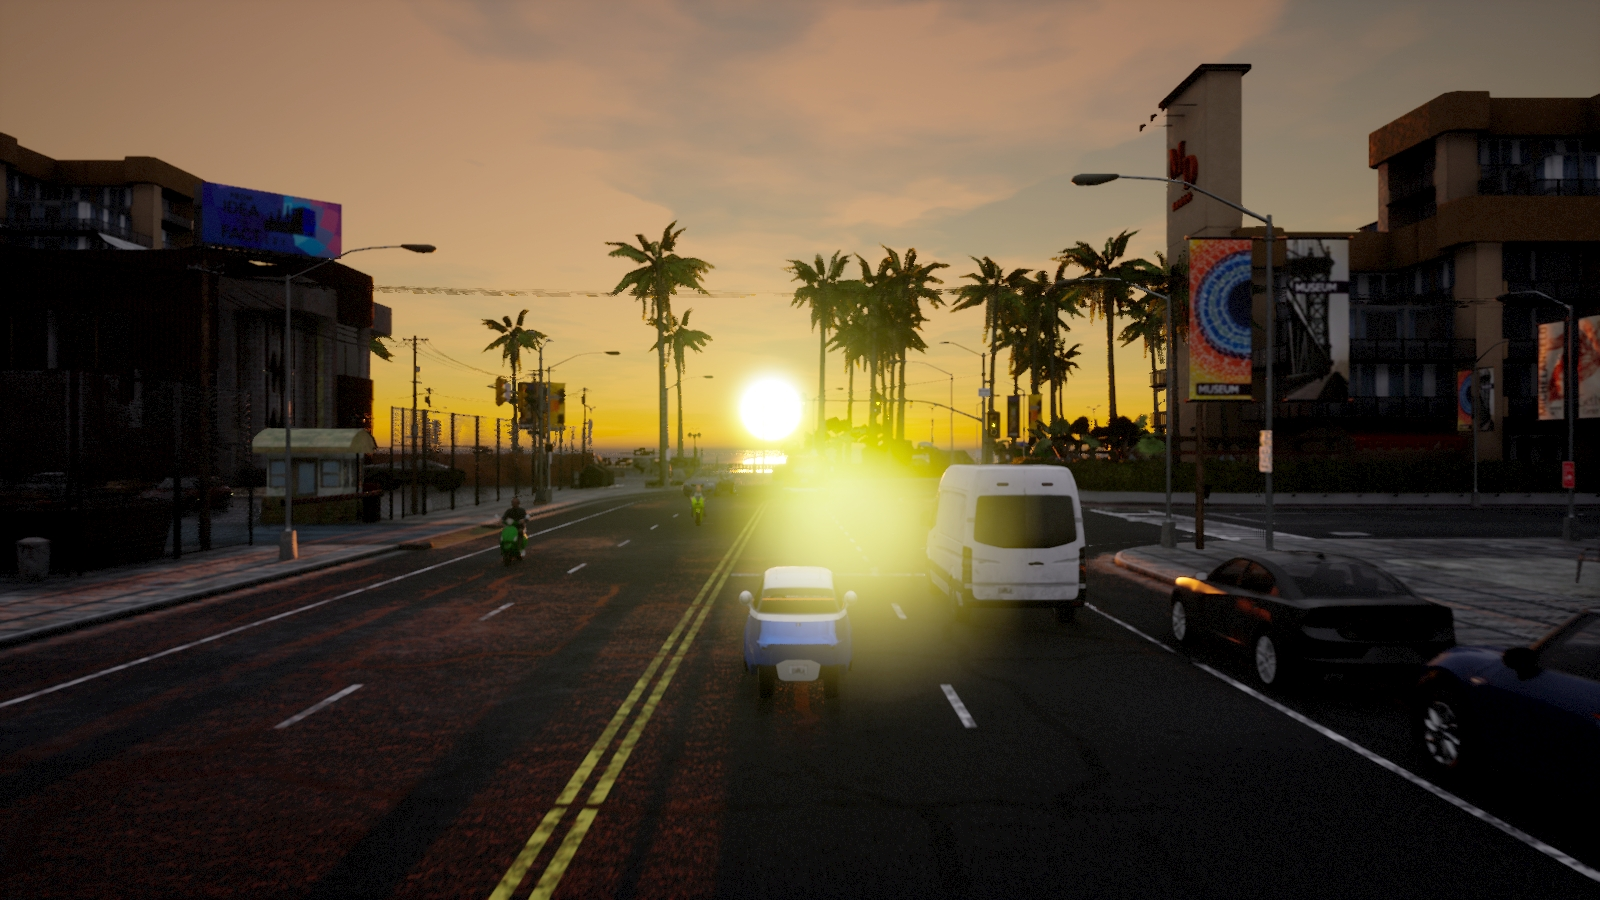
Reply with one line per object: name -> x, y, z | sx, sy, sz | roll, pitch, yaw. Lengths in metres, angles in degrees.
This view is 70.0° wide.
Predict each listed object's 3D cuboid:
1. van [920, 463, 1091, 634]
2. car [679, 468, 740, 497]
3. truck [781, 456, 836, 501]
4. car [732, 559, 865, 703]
van -> 3.466, 1.538, 20.490 | 1.988, 2.561, 5.915 | 0, 0, 0
car -> -5.519, 1.979, 70.170 | 2.242, 1.667, 4.611 | 0, 0, 16
truck -> 0.524, 1.578, 65.320 | 2.627, 2.467, 5.204 | 0, 0, 6
car -> -0.019, 2.123, 13.818 | 1.481, 1.376, 2.207 | 0, 0, 0
